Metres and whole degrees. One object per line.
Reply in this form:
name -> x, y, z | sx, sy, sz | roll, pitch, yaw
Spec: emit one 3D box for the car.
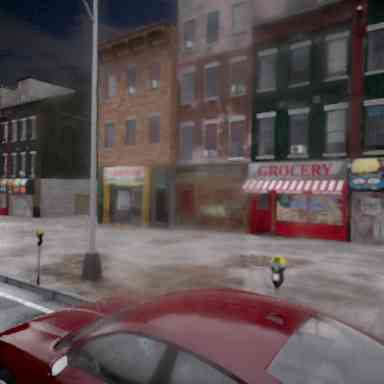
car -> -0.004, 1.544, 2.793 | 4.507, 1.381, 1.887 | 0, 1, 36
